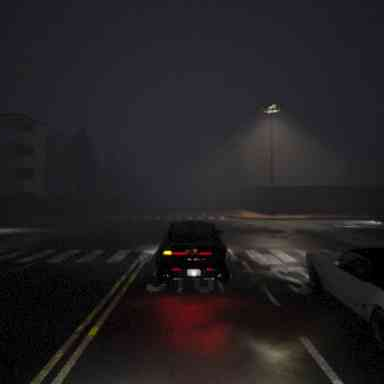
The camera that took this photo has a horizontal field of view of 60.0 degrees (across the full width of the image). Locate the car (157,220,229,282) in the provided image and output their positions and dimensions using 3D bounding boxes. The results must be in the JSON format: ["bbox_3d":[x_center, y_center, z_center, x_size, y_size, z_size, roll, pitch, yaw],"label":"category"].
[{"bbox_3d":[-0.003,1.611,10.077,1.837,1.490,4.892,0,0,-1],"label":"car"}]

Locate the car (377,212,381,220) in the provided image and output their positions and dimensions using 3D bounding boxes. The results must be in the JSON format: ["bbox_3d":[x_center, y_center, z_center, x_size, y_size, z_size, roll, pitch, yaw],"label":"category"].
[{"bbox_3d":[17.888,1.851,27.894,4.181,1.385,1.994,0,-1,0],"label":"car"}]

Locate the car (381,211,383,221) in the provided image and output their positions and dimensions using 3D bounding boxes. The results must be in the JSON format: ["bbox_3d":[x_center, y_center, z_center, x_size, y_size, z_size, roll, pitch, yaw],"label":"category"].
[{"bbox_3d":[17.098,1.743,24.402,4.902,1.511,2.128,0,-1,0],"label":"car"}]

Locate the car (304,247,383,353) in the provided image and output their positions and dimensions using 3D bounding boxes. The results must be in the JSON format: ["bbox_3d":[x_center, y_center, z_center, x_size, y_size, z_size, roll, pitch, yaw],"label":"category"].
[{"bbox_3d":[3.635,1.665,6.118,1.895,1.301,4.718,0,-1,1],"label":"car"}]
